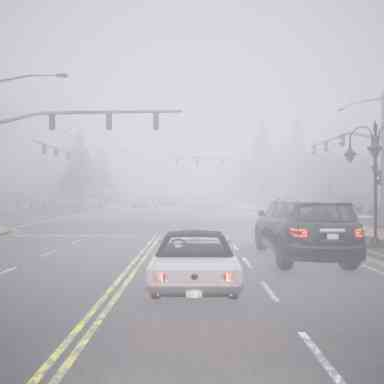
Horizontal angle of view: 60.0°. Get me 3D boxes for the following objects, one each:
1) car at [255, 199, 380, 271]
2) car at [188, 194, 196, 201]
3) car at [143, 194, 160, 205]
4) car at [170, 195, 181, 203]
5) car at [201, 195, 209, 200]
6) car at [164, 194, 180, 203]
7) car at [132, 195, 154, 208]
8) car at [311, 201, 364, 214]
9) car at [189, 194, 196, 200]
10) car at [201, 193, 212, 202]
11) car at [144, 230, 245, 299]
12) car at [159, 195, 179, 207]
[{"bbox_3d":[3.581,1.221,11.103,2.150,2.045,5.566,0,0,0],"label":"car"},{"bbox_3d":[0.014,1.514,79.543,1.812,1.442,4.674,0,0,0],"label":"car"},{"bbox_3d":[-7.073,1.547,57.247,2.033,1.411,5.357,0,0,0],"label":"car"},{"bbox_3d":[-3.487,1.525,70.774,2.128,1.511,4.902,0,0,0],"label":"car"},{"bbox_3d":[3.516,1.407,89.851,1.994,1.385,4.181,0,0,0],"label":"car"},{"bbox_3d":[-3.570,1.505,60.576,1.837,1.490,4.892,0,0,-1],"label":"car"},{"bbox_3d":[-7.130,1.547,47.176,2.033,1.411,5.357,0,0,2],"label":"car"},{"bbox_3d":[14.939,1.601,34.318,4.718,1.301,1.895,0,0,0],"label":"car"},{"bbox_3d":[0.016,1.379,89.851,1.812,1.442,4.674,0,0,0],"label":"car"},{"bbox_3d":[3.514,1.215,79.199,2.150,2.045,5.566,0,0,0],"label":"car"},{"bbox_3d":[0.064,1.601,8.379,1.895,1.301,4.718,0,0,0],"label":"car"},{"bbox_3d":[-3.577,1.564,51.859,1.994,1.385,4.181,0,0,0],"label":"car"}]
